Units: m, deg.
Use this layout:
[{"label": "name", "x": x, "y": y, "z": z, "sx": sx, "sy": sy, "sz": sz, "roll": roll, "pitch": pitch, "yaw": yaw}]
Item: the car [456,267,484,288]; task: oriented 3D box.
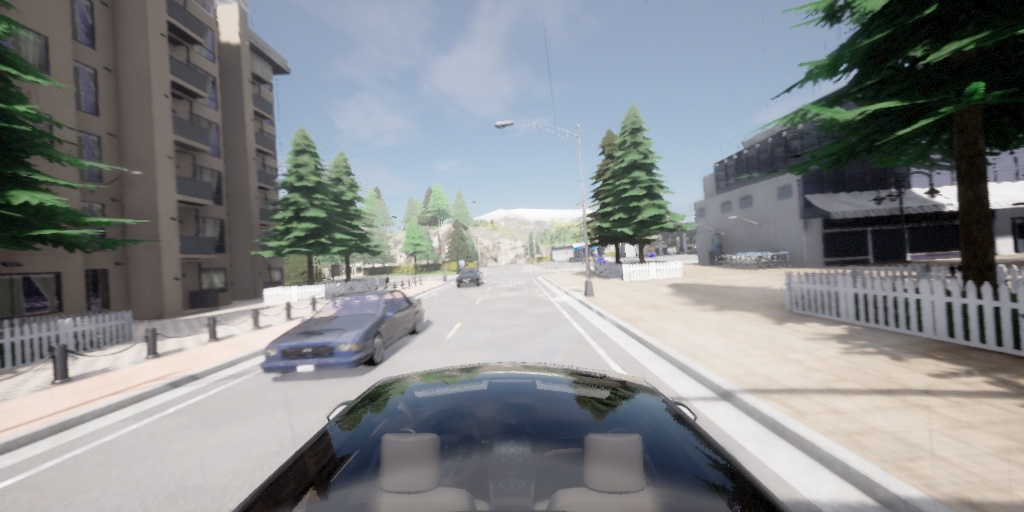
[{"label": "car", "x": -3.388, "y": 1.705, "z": 29.446, "sx": 1.837, "sy": 1.490, "sz": 4.892, "roll": -4, "pitch": -1, "yaw": 0}]

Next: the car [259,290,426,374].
[{"label": "car", "x": -3.584, "y": 1.582, "z": 8.876, "sx": 2.033, "sy": 1.411, "sz": 5.357, "roll": -4, "pitch": 0, "yaw": 0}]
